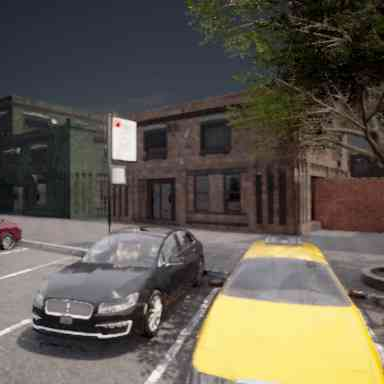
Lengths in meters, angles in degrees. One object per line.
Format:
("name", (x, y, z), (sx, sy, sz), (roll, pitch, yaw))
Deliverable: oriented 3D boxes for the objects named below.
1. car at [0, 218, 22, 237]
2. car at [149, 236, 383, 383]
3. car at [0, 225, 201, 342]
("car", (-8.369, 1.556, 12.076), (2.002, 1.452, 4.674), (0, -1, 16))
("car", (1.342, 1.484, 4.914), (1.946, 1.575, 5.366), (0, -1, 16))
("car", (-1.047, 1.497, 6.843), (2.231, 1.521, 4.892), (0, -1, 16))
